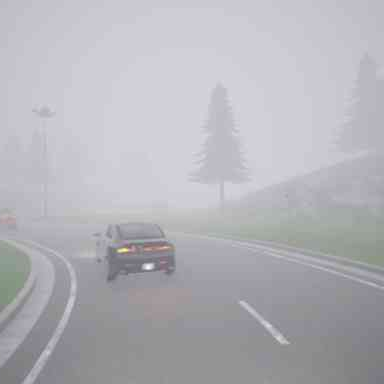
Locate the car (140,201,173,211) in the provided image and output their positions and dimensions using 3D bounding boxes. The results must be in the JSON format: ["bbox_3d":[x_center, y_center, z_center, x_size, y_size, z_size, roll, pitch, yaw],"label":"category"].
[{"bbox_3d":[-5.939,2.332,56.213,5.357,1.411,2.033,-1,-1,-40],"label":"car"}]

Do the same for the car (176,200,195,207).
[{"bbox_3d":[-1.088,2.363,69.530,4.902,1.511,2.128,-1,-1,-41],"label":"car"}]

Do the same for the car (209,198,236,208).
[{"bbox_3d":[5.997,1.950,61.832,4.553,1.767,2.097,-1,-1,-40],"label":"car"}]

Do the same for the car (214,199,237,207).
[{"bbox_3d":[6.800,2.145,67.084,4.892,1.490,1.837,-1,-1,-41],"label":"car"}]

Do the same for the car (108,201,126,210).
[{"bbox_3d":[-12.641,2.444,59.654,5.008,1.535,1.882,-1,-1,-40],"label":"car"}]

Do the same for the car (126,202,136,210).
[{"bbox_3d":[-8.287,2.412,58.790,5.357,1.411,2.033,-1,-1,-40],"label":"car"}]

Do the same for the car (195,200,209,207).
[{"bbox_3d":[3.486,2.329,68.846,4.718,1.301,1.895,-1,-1,-41],"label":"car"}]

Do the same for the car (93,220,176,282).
[{"bbox_3d":[-1.939,1.669,10.554,1.837,1.490,4.892,0,-1,-21],"label":"car"}]

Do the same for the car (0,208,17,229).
[{"bbox_3d":[-15.409,1.975,25.277,4.553,1.767,2.097,-2,-1,32],"label":"car"}]

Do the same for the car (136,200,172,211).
[{"bbox_3d":[-5.817,2.081,51.729,4.553,1.767,2.097,-1,-1,-40],"label":"car"}]
